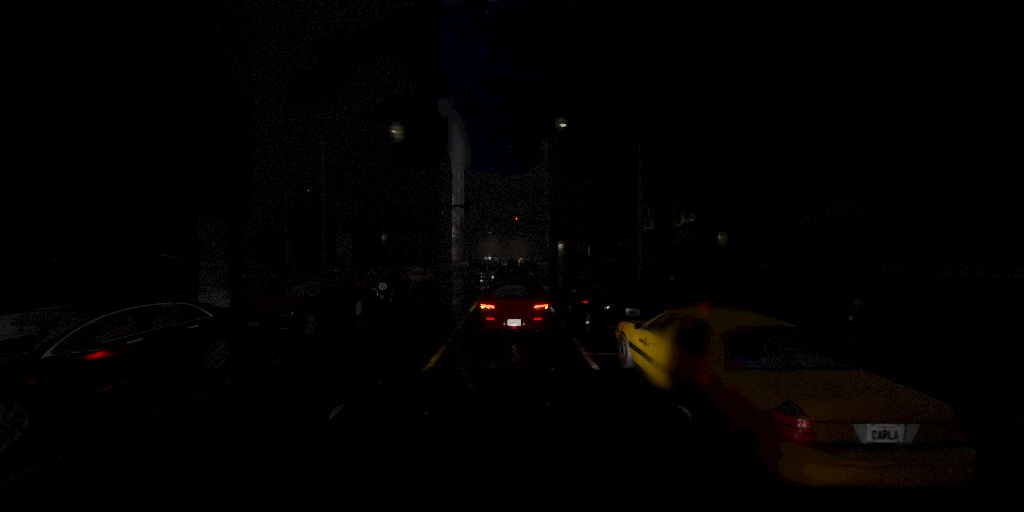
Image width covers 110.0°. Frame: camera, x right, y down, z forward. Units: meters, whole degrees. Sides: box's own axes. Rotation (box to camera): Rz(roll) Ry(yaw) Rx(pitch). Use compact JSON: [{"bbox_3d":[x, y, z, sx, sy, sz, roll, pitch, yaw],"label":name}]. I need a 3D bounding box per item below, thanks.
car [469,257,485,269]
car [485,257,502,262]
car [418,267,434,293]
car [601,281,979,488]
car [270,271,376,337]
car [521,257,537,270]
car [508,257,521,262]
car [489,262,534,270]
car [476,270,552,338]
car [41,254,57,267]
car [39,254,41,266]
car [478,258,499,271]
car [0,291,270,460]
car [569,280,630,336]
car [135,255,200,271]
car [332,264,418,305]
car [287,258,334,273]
[{"bbox_3d":[-5.814,1.079,58.556,2.192,1.841,5.009,0,0,0],"label":"car"},{"bbox_3d":[-3.136,1.328,57.934,1.994,1.385,4.181,0,0,0],"label":"car"},{"bbox_3d":[-5.779,1.277,20.979,1.751,1.417,4.829,0,0,0],"label":"car"},{"bbox_3d":[2.761,1.275,4.958,1.751,1.417,4.829,0,0,0],"label":"car"},{"bbox_3d":[-5.769,1.295,10.235,1.888,1.381,4.507,0,0,0],"label":"car"},{"bbox_3d":[2.716,1.201,53.127,1.967,1.591,4.097,0,0,0],"label":"car"},{"bbox_3d":[0.053,1.289,57.740,1.812,1.442,4.674,0,0,0],"label":"car"},{"bbox_3d":[0.003,1.256,18.946,1.837,1.490,4.892,0,0,0],"label":"car"},{"bbox_3d":[0.063,1.276,10.079,1.812,1.442,4.674,0,0,0],"label":"car"},{"bbox_3d":[-48.219,0.417,35.663,4.181,1.385,1.994,1,0,0],"label":"car"},{"bbox_3d":[-46.445,0.451,32.554,4.181,1.385,1.994,1,0,0],"label":"car"},{"bbox_3d":[-3.140,1.285,47.966,1.812,1.442,4.674,0,0,0],"label":"car"},{"bbox_3d":[-5.764,1.300,4.778,2.007,1.370,4.403,0,0,0],"label":"car"},{"bbox_3d":[2.756,1.316,10.245,1.948,1.339,4.313,0,0,0],"label":"car"},{"bbox_3d":[-31.241,0.678,32.563,4.892,1.490,1.837,1,0,0],"label":"car"},{"bbox_3d":[-5.774,1.190,15.692,1.967,1.591,4.097,0,0,0],"label":"car"},{"bbox_3d":[-17.849,0.936,32.596,4.892,1.490,1.837,1,0,0],"label":"car"}]
